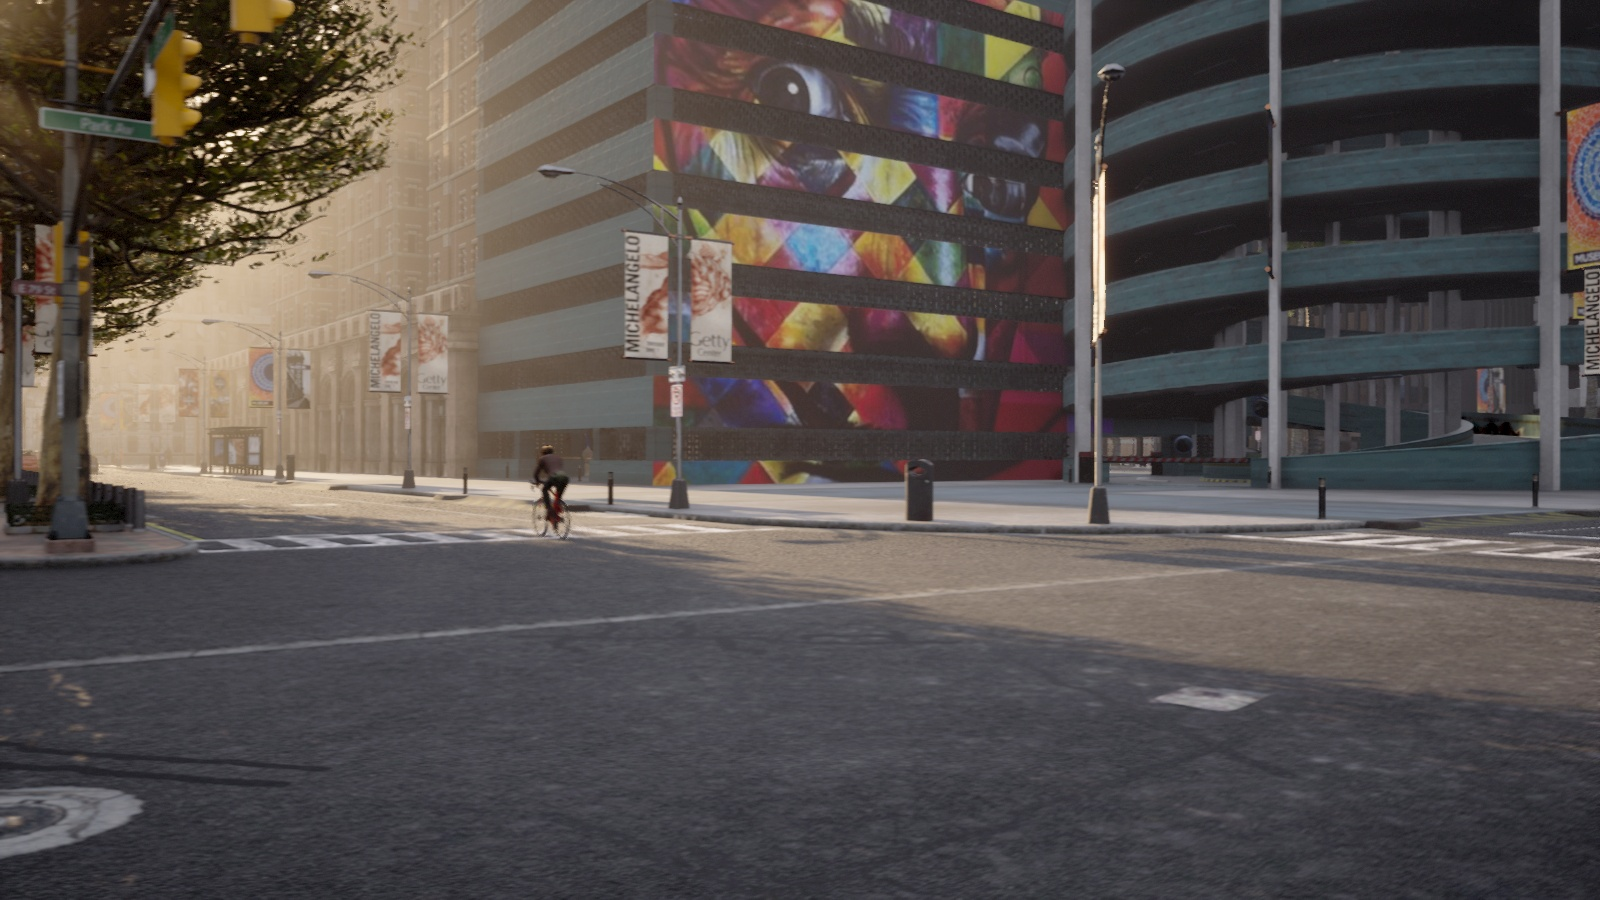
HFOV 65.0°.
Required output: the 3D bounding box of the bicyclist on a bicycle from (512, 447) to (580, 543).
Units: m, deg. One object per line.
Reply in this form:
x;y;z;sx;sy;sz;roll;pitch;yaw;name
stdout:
-4.447;0.761;21.940;0.582;1.620;1.656;0;0;-33;bicyclist on a bicycle
